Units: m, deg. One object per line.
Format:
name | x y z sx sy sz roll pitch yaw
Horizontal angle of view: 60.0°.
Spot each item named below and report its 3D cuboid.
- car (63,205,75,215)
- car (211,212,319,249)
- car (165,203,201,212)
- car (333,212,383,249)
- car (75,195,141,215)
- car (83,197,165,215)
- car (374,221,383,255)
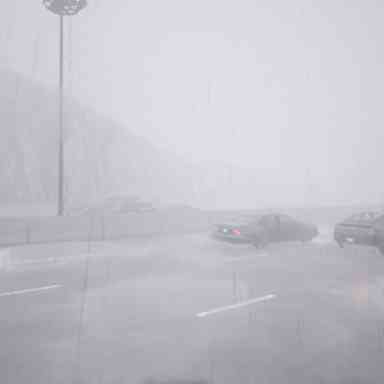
car | -9.899 1.583 31.342 4.892 1.490 1.837 0 0 -36
car | 3.370 1.605 14.780 5.357 1.411 2.033 0 0 -36
car | -1.598 1.639 28.666 5.357 1.411 2.033 0 0 -35
car | 7.778 1.557 13.634 4.902 1.511 2.128 0 0 -36
car | -6.933 1.301 29.163 5.566 2.045 2.150 0 0 -36
car | -4.500 1.414 22.294 4.553 1.767 2.097 0 0 -36
car | 7.039 1.553 8.797 4.892 1.490 1.837 0 0 -36
